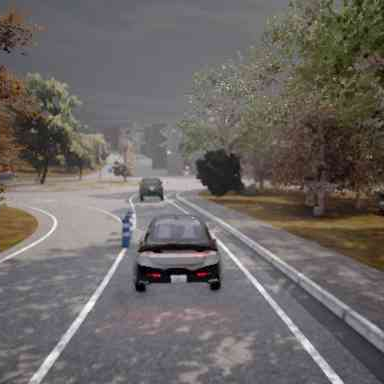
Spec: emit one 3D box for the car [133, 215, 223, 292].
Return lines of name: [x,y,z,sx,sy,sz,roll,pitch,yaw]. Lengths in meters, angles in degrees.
car: [-0.385,1.328,8.581,2.128,1.511,4.902,0,2,-3]

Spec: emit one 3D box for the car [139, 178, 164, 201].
car: [-3.894,-0.372,31.876,2.150,2.045,5.566,-1,5,-8]

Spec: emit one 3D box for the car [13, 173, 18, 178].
car: [-37.549,-3.199,66.587,2.128,1.511,4.902,3,6,34]

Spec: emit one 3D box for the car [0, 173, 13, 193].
car: [-23.333,-0.818,36.898,5.566,2.045,2.150,1,6,12]
